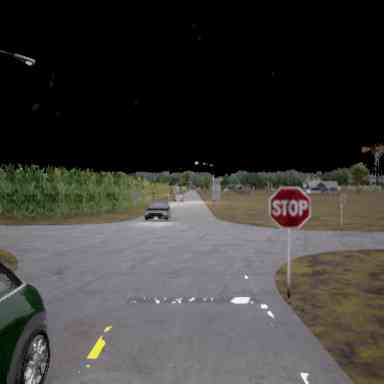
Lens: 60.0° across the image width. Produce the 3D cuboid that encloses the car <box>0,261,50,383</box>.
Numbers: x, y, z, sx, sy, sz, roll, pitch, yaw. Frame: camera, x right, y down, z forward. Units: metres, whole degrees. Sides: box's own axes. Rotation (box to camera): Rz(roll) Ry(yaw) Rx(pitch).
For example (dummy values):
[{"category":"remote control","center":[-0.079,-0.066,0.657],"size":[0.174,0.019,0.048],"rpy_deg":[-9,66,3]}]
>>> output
[{"category":"car","center":[-2.741,1.349,2.038],"size":[2.097,1.767,4.553],"rpy_deg":[0,0,0]}]

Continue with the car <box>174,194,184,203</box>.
[{"category":"car","center":[-2.427,1.201,60.552],"size":[2.128,1.511,4.902],"rpy_deg":[0,0,0]}]

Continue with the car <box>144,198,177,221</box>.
[{"category":"car","center":[-2.607,1.500,26.748],"size":[2.033,1.411,5.357],"rpy_deg":[0,0,0]}]
